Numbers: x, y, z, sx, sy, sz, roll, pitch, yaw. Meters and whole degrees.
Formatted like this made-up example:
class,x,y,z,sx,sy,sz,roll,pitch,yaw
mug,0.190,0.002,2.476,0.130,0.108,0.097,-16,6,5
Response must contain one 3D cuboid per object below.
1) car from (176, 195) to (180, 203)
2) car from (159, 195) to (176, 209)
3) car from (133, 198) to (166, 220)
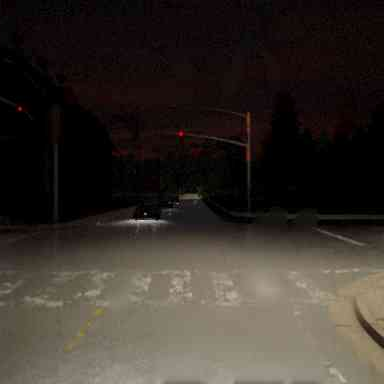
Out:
class,x,y,z,sx,sy,sz,roll,pitch,yaw
car,-3.373,1.341,65.605,2.033,1.411,5.357,0,0,0
car,-3.505,1.219,42.620,2.097,1.767,4.553,0,0,0
car,-3.544,1.478,27.201,1.994,1.385,4.181,0,0,0
